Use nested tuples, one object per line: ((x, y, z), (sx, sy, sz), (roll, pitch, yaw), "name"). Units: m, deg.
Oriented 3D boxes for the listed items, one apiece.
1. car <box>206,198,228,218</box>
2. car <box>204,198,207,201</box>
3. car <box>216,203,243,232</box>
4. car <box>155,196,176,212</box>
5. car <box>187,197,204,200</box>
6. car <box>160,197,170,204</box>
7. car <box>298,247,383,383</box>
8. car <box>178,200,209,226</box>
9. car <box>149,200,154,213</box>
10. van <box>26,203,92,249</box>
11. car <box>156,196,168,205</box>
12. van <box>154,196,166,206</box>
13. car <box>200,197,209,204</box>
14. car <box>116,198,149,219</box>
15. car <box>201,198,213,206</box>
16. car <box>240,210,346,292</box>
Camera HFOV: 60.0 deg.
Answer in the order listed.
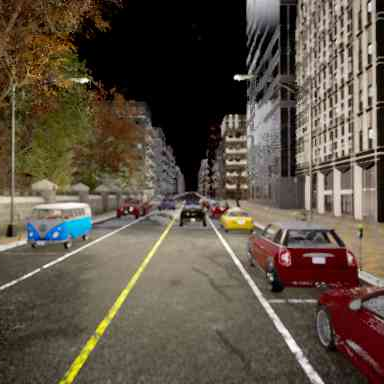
((2.657, 1.582, 31.466), (1.967, 1.590, 4.097), (1, 0, 0), "car")
((2.641, 1.729, 42.701), (1.887, 1.381, 4.507), (1, 0, 0), "car")
((2.671, 1.620, 20.401), (1.752, 1.417, 4.829), (1, 0, 0), "car")
((-3.147, 1.536, 42.741), (2.097, 1.767, 4.553), (0, 0, 0), "car")
((0.043, 1.533, 41.729), (2.097, 1.767, 4.553), (0, 0, 0), "car")
((-5.776, 1.802, 70.622), (1.752, 1.417, 4.829), (1, 0, 0), "car")
((2.693, 1.599, 3.378), (1.802, 1.307, 4.206), (1, 0, 0), "car")
((0.066, 1.617, 24.484), (1.837, 1.490, 4.892), (0, 0, 0), "car")
((-5.732, 1.709, 37.110), (1.887, 1.381, 4.507), (1, 0, 0), "car")
((-5.700, 1.411, 14.654), (1.690, 1.788, 3.998), (1, 0, 0), "van")
((-5.767, 1.700, 65.178), (1.967, 1.590, 4.097), (1, 0, 0), "car")
((-5.759, 1.583, 59.565), (1.690, 1.788, 3.998), (1, 0, 0), "van")
((2.604, 1.802, 70.957), (1.752, 1.417, 4.829), (1, 0, 0), "car")
((-5.721, 1.458, 31.497), (2.192, 1.841, 5.009), (1, 0, 0), "car")
((2.619, 1.786, 59.553), (1.887, 1.381, 4.507), (1, 0, 0), "car")
((2.687, 1.483, 8.996), (1.967, 1.590, 4.097), (1, 0, 0), "car")
